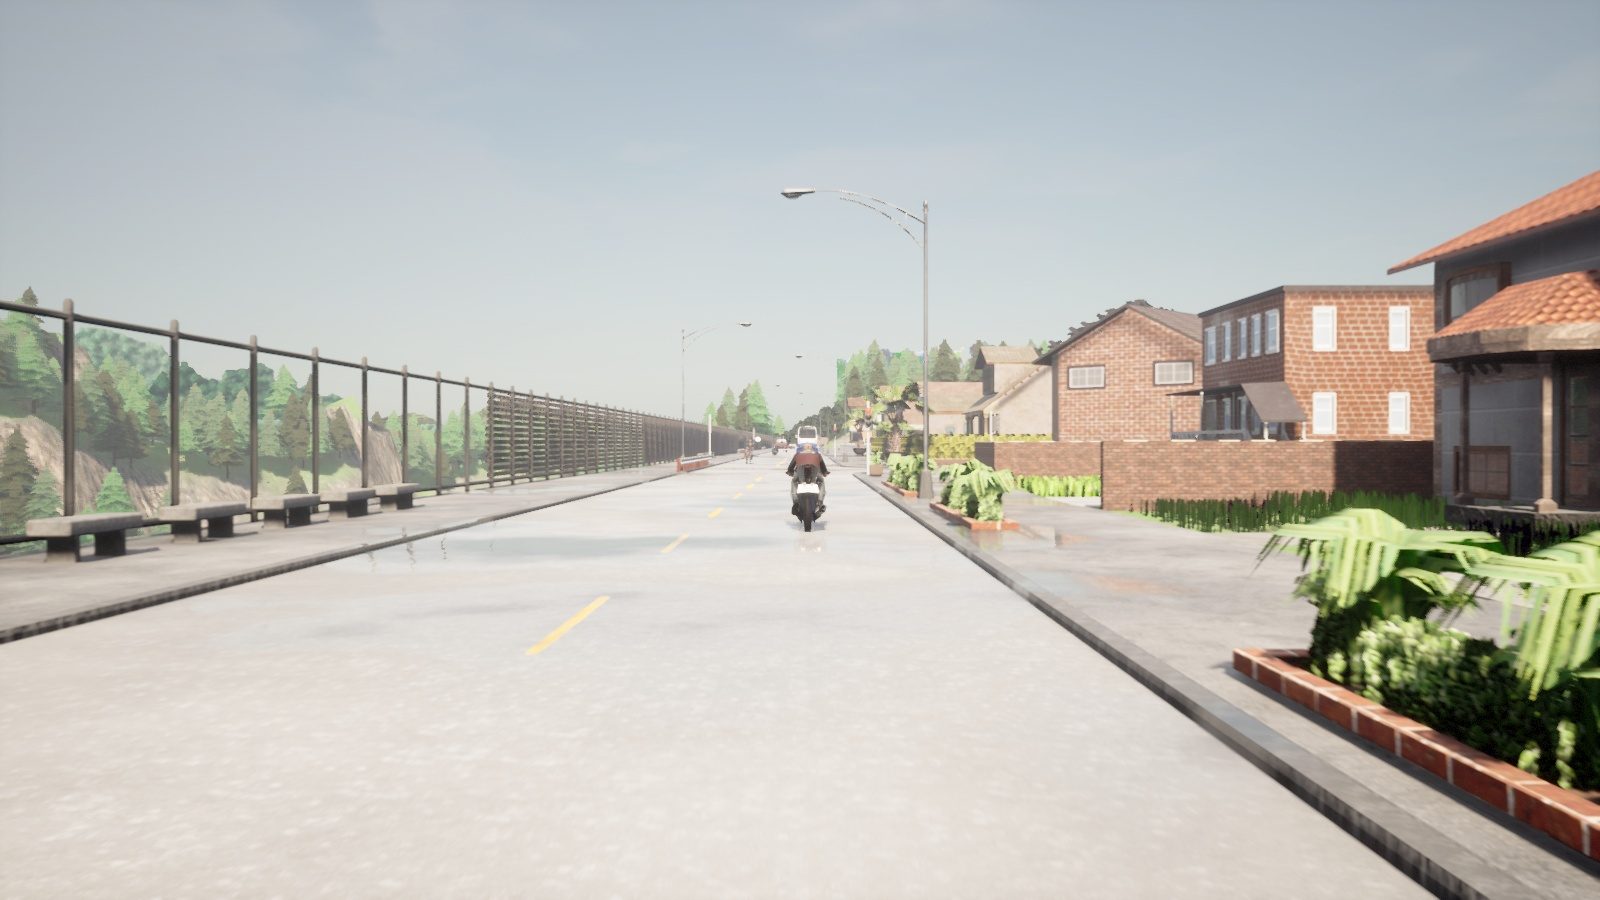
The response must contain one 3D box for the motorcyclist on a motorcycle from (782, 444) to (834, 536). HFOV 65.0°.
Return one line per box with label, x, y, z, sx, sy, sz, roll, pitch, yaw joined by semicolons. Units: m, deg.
motorcyclist on a motorcycle;0.137;0.657;22.018;0.866;1.530;2.191;0;0;0
